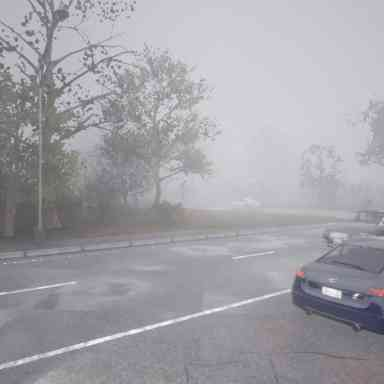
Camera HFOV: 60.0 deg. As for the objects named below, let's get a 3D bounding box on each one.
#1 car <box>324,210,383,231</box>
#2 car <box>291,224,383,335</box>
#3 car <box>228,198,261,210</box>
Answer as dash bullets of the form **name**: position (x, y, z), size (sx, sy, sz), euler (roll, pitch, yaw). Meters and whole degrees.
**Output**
- **car**: position (7.228, 1.491, 13.332), size (4.902, 1.511, 2.128), euler (0, 0, -35)
- **car**: position (3.857, 1.564, 6.445), size (4.181, 1.385, 1.994), euler (0, 0, -35)
- **car**: position (6.780, 1.555, 43.471), size (1.812, 1.442, 4.674), euler (0, 0, -43)
